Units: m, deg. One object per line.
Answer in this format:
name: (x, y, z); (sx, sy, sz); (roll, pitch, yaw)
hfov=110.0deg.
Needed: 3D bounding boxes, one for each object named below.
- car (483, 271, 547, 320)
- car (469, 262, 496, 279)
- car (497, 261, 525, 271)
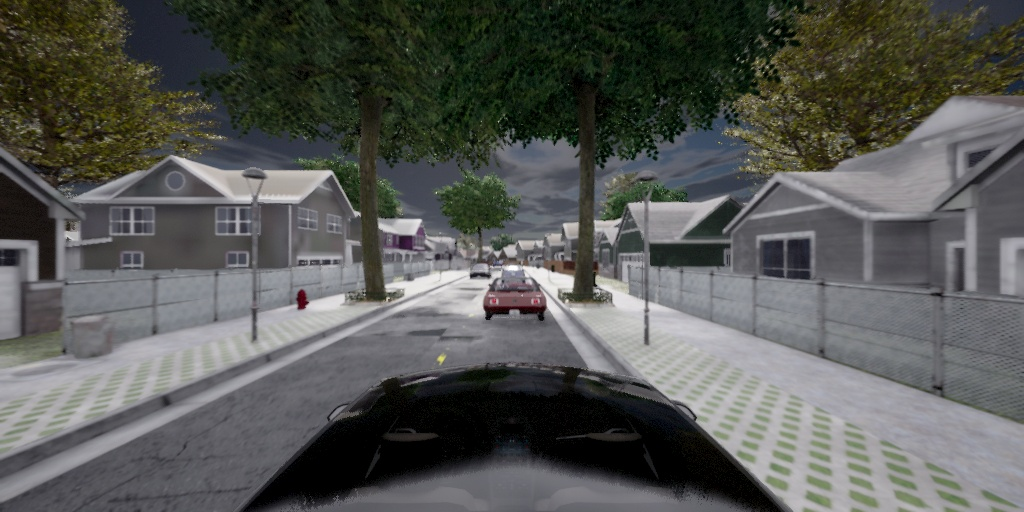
car: (0.092, 1.361, 12.672); (1.895, 1.301, 4.718); (0, 0, 0)
car: (-2.846, 1.404, 33.713); (2.033, 1.411, 5.357); (0, 0, 0)
car: (0.098, 1.376, 28.554); (2.033, 1.411, 5.357); (0, 0, 0)
